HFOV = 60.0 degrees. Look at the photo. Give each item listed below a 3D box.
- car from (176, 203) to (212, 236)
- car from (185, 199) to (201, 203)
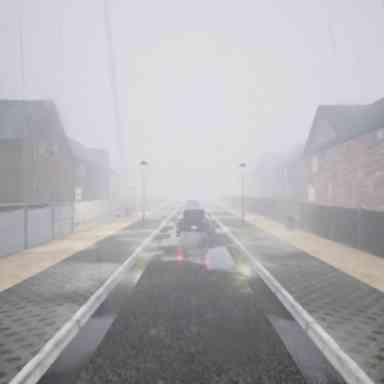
[{"bbox_3d":[0.097,1.541,18.323,1.812,1.442,4.674,0,0,0],"label":"car"},{"bbox_3d":[0.084,1.561,40.174,1.812,1.442,4.674,0,0,0],"label":"car"}]
